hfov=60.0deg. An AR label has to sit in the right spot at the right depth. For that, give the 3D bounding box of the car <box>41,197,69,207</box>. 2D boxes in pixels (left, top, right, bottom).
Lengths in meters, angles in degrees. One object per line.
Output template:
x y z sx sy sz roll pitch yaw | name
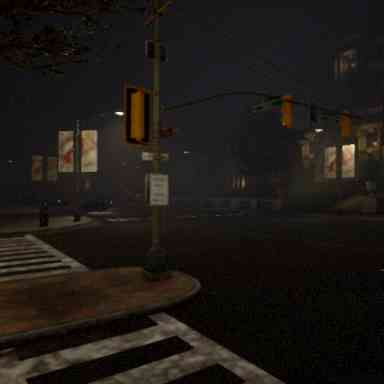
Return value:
-21.555 1.610 52.889 2.033 1.411 5.357 0 0 -44 | car

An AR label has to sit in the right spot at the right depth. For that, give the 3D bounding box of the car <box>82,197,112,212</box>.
-11.612 1.630 39.678 1.994 1.385 4.181 0 0 -36 | car

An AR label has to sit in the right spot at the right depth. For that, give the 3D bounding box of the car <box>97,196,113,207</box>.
-13.013 1.434 47.429 2.097 1.767 4.553 0 0 -36 | car

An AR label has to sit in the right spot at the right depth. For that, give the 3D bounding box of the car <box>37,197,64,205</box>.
-26.163 1.617 61.469 5.357 1.411 2.033 0 0 33 | car

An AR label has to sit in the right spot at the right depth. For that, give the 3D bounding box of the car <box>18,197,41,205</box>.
-28.885 1.576 58.932 4.674 1.442 1.812 0 0 31 | car
